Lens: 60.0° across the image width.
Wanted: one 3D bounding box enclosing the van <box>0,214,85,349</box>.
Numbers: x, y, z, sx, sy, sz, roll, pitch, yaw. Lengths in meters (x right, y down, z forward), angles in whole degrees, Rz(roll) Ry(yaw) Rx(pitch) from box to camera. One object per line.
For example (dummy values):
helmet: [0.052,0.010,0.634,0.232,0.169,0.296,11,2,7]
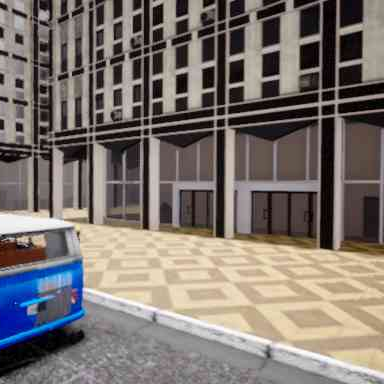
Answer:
van: [-3.504,1.242,5.382,3.998,1.788,1.690,1,1,36]
